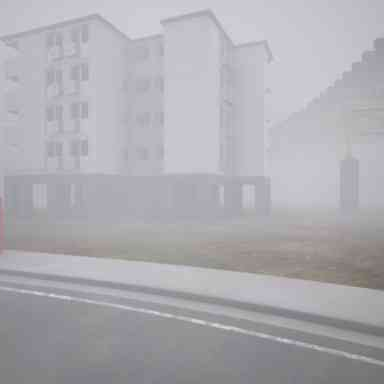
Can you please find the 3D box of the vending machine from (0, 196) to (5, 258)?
[{"bbox_3d":[-6.994,1.173,10.984,0.880,2.100,1.100,0,0,21],"label":"vending machine"}]
